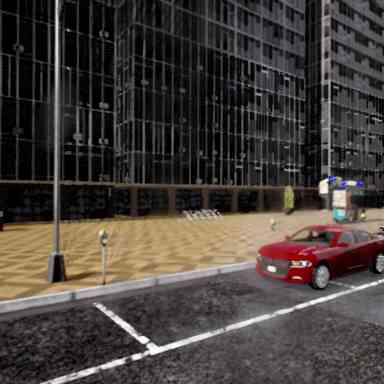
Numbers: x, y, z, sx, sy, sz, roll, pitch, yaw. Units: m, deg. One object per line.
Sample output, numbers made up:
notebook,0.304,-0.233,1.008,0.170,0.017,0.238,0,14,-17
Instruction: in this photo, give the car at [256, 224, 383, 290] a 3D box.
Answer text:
car,3.731,1.602,9.229,4.507,1.381,1.887,0,0,-36
